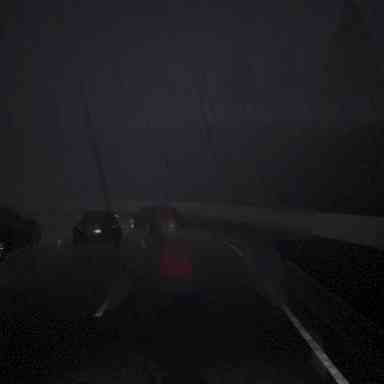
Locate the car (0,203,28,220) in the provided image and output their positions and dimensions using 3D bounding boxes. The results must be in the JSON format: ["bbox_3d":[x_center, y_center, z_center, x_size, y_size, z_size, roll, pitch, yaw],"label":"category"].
[{"bbox_3d":[-16.265,1.561,27.315,4.718,1.301,1.895,0,0,2],"label":"car"}]

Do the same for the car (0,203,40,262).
[{"bbox_3d":[-7.224,1.334,12.063,2.097,1.767,4.553,0,0,-6],"label":"car"}]

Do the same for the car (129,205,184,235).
[{"bbox_3d":[-2.093,1.478,18.730,1.837,1.490,4.892,1,-1,-27],"label":"car"}]

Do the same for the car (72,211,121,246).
[{"bbox_3d":[-4.334,1.542,15.226,1.994,1.385,4.181,0,0,-16],"label":"car"}]
